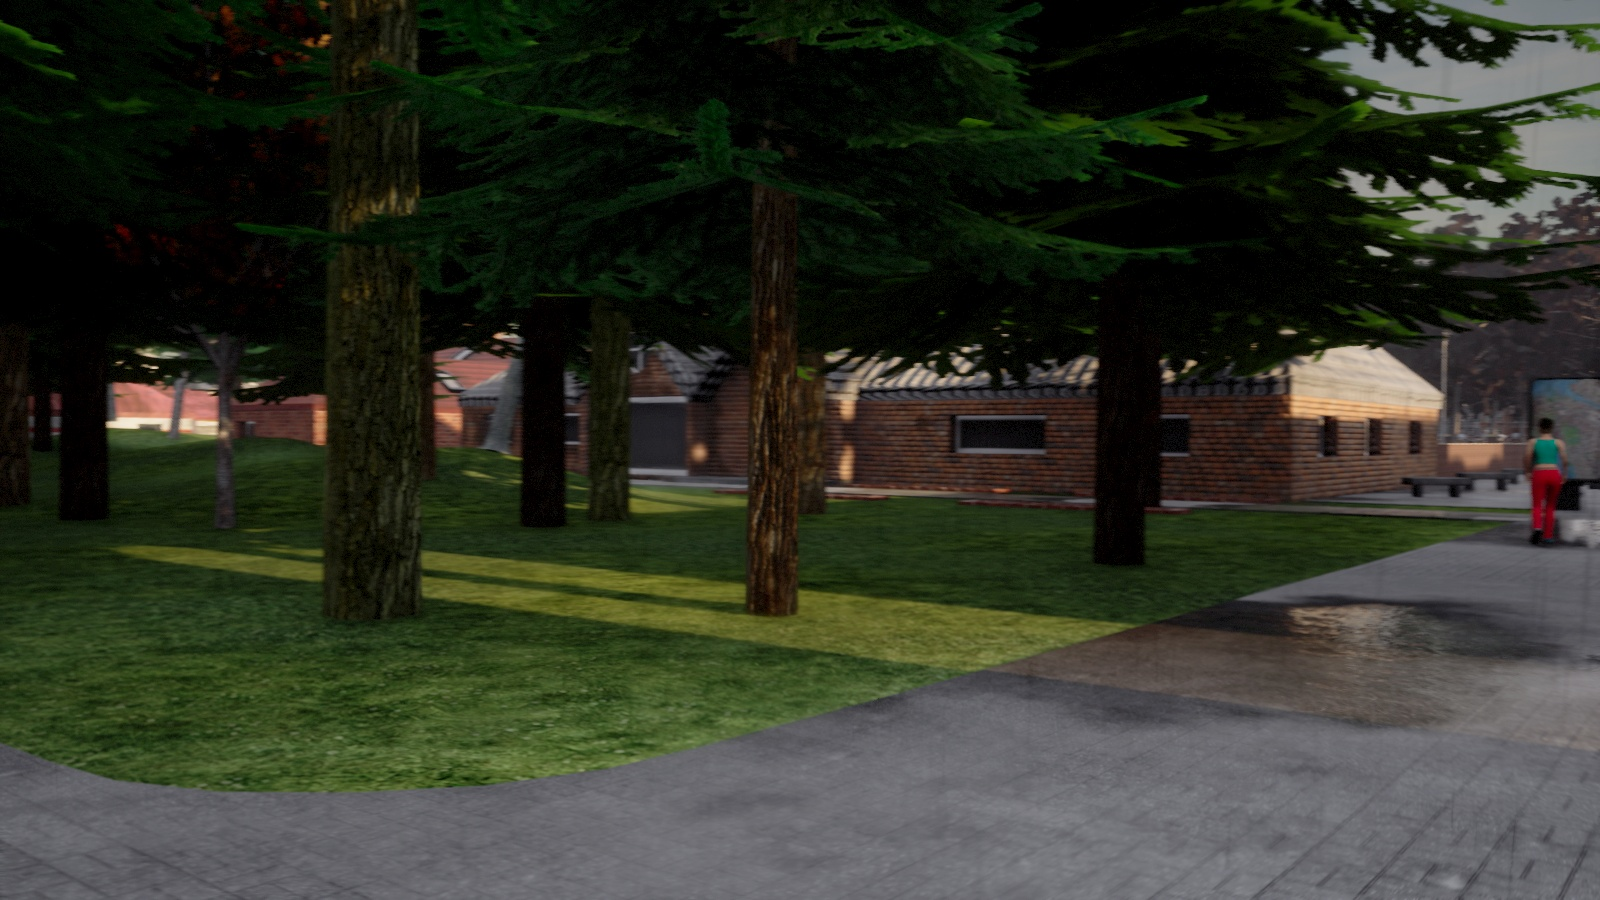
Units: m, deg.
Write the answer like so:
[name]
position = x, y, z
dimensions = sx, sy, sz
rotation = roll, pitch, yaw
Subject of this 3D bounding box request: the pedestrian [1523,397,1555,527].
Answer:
[pedestrian]
position = 10.586, 0.168, 17.996
dimensions = 0.345, 1.836, 0.594
rotation = 0, 1, 27
